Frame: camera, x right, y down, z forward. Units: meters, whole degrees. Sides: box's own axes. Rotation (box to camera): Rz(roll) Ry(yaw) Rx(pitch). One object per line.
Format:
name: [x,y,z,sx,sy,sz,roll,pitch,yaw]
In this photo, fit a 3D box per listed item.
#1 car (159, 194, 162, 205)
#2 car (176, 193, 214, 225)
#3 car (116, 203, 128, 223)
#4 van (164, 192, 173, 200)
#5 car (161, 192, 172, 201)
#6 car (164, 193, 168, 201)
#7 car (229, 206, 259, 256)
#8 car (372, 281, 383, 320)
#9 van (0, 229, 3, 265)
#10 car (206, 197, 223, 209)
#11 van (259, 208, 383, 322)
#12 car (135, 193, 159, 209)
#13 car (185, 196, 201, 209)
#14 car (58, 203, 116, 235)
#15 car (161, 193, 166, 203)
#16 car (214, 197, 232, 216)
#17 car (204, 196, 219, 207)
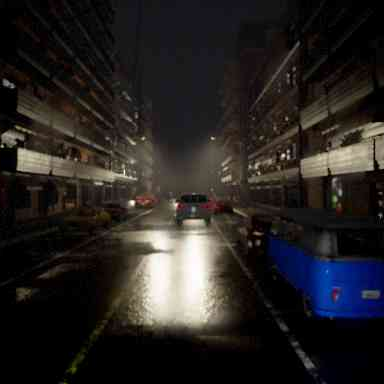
car: [-5.689,1.241,46.520,1.752,1.417,4.829,0,0,0]
car: [0.098,1.074,22.531,2.150,2.045,5.566,0,0,0]
car: [-5.688,1.427,23.930,1.802,1.307,4.206,0,0,0]
van: [-5.690,0.907,80.830,1.690,1.788,3.998,0,0,0]
car: [-5.690,0.926,69.448,2.192,1.841,5.009,0,0,0]
car: [-5.690,1.241,58.069,1.802,1.307,4.206,0,0,0]
car: [2.693,1.459,12.547,1.887,1.381,4.507,0,0,0]
car: [2.694,1.573,1.169,1.802,1.307,4.206,0,0,0]
van: [-5.685,1.293,6.856,1.690,1.788,3.998,0,0,0]
car: [2.692,1.328,40.998,1.802,1.307,4.206,0,0,0]
van: [2.695,1.293,6.855,1.690,1.788,3.998,0,0,0]
car: [-5.687,1.061,40.998,2.192,1.841,5.009,0,0,0]
car: [0.099,1.252,41.072,1.837,1.490,4.892,0,1,0]
car: [-5.687,1.406,18.068,1.752,1.417,4.829,0,0,0]
car: [-5.689,1.252,52.380,1.947,1.339,4.313,0,0,0]
car: [2.692,1.393,29.618,1.802,1.307,4.206,0,0,0]
car: [2.691,1.297,46.688,1.802,1.307,4.206,0,0,0]
